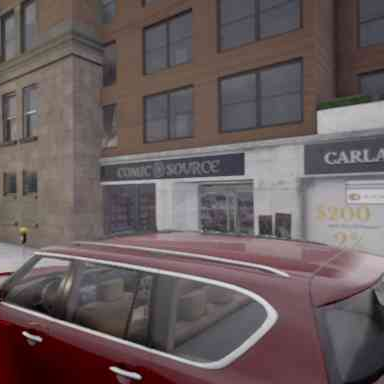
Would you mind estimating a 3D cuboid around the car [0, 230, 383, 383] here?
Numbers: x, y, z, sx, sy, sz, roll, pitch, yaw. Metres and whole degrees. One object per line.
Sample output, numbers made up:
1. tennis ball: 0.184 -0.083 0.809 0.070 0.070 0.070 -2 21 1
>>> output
1. car: -0.606 1.322 3.292 5.009 1.841 2.192 0 -1 36
